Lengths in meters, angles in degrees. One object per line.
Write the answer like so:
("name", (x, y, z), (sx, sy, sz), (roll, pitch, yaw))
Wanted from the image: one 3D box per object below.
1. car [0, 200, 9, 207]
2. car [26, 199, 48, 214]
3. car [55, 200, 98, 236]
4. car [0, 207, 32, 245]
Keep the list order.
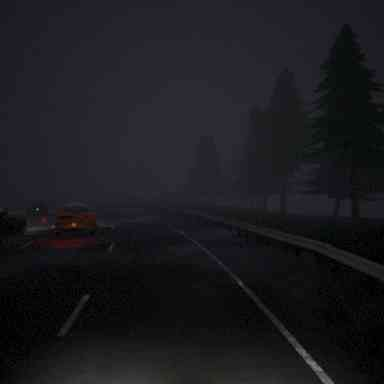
("car", (-18.967, 1.479, 32.371), (1.812, 1.442, 4.674), (0, 0, -27))
("car", (-15.578, 1.450, 33.394), (1.812, 1.442, 4.674), (0, 0, -26))
("car", (-6.314, 1.420, 18.419), (1.882, 1.535, 5.008), (0, 0, -14))
("car", (-9.081, 1.580, 15.144), (1.895, 1.301, 4.718), (0, 0, -12))
